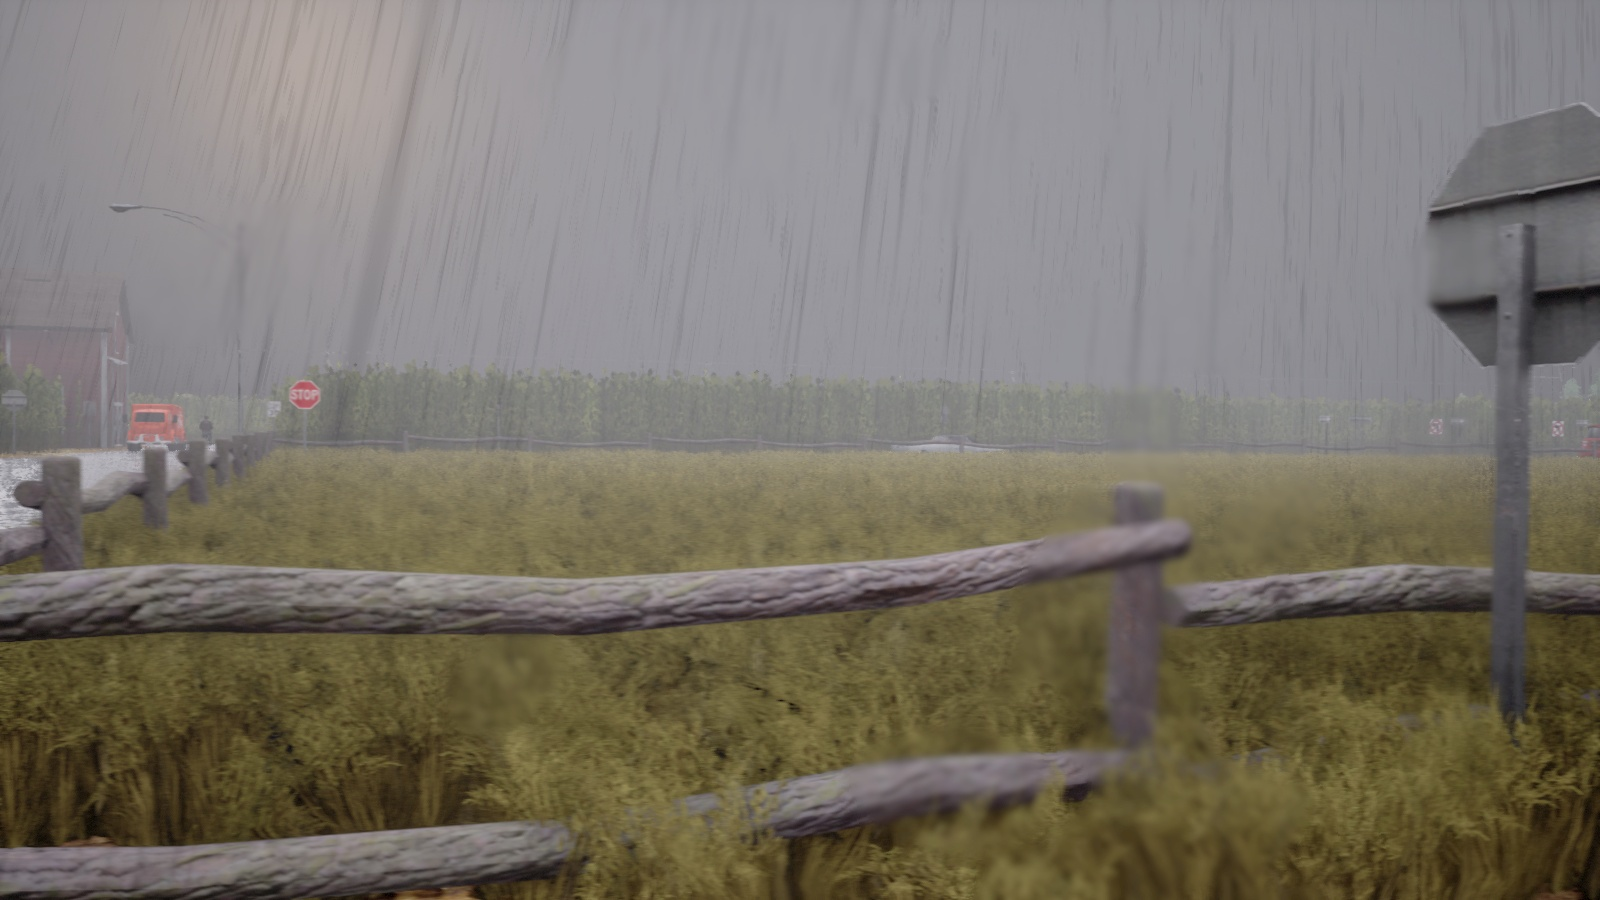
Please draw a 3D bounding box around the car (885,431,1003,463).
[{"bbox_3d":[6.228,-0.139,54.333,4.718,1.301,1.895,-1,1,-20],"label":"car"}]

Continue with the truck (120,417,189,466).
[{"bbox_3d":[-33.919,-0.441,66.120,2.627,2.467,5.204,-1,0,-21],"label":"truck"}]

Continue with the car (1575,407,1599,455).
[{"bbox_3d":[36.498,-0.840,53.485,5.566,2.045,2.150,0,1,16],"label":"car"}]
